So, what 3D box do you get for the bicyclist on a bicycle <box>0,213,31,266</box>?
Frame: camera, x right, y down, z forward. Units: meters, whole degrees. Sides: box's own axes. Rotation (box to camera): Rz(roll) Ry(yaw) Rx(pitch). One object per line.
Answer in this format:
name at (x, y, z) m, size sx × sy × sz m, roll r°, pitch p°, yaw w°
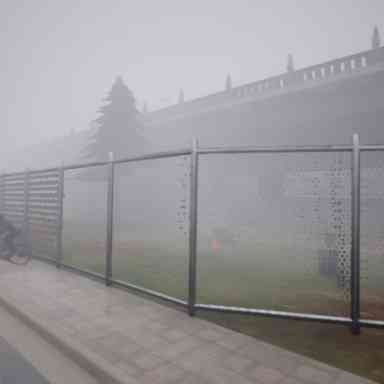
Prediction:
bicyclist on a bicycle at (-5.684, 1.473, 10.042) m, size 0.582 × 1.620 × 1.656 m, roll 0°, pitch -3°, yaw 45°
